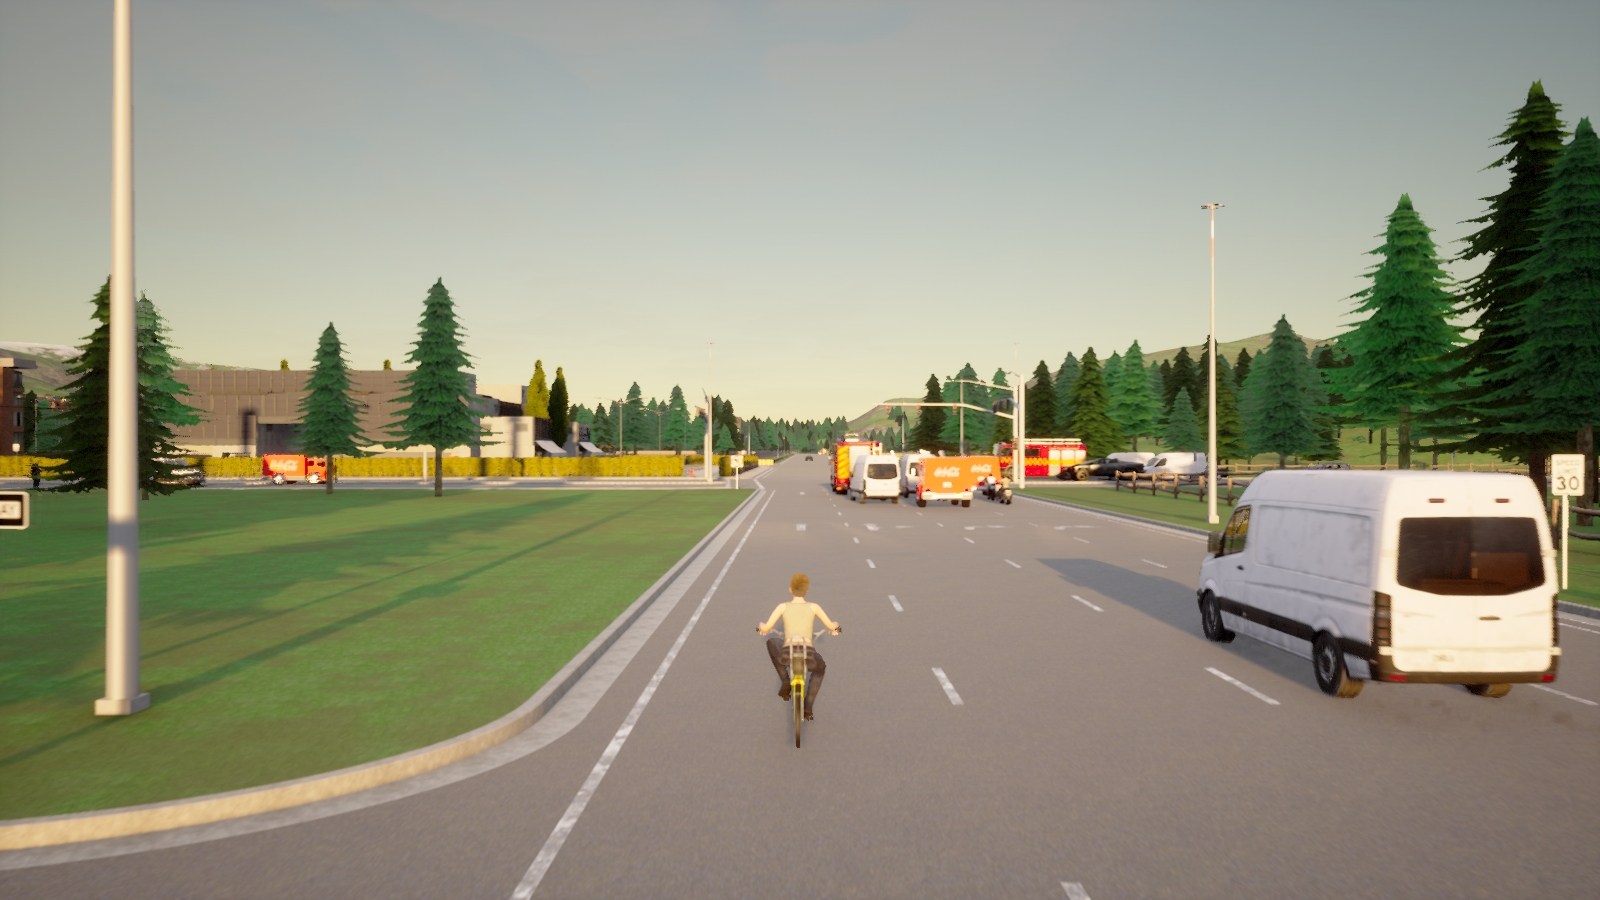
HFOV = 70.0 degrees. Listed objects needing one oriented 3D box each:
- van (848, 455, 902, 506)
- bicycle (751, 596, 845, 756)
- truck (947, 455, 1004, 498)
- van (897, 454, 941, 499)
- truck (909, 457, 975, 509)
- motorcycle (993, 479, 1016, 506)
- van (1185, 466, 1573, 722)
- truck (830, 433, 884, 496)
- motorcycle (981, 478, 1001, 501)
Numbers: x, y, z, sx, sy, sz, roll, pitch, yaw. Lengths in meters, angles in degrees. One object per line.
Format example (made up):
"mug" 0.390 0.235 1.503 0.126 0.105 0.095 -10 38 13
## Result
"van" 3.929 1.533 60.823 1.988 2.561 5.915 0 0 -5
"bicycle" -0.012 2.158 11.174 0.859 1.276 1.487 0 0 0
"truck" 10.486 1.567 68.591 2.627 2.467 5.204 0 0 0
"van" 7.002 1.533 67.944 1.988 2.561 5.915 0 0 0
"truck" 6.998 1.562 56.784 2.627 2.467 5.204 0 0 0
"motorcycle" 10.500 2.154 58.660 0.764 1.307 2.356 0 0 0
"van" 6.985 1.534 14.774 1.988 2.561 5.915 0 0 0
"truck" 3.557 0.889 73.299 2.891 3.827 8.468 0 0 -1
"motorcycle" 10.498 2.185 62.854 0.803 1.199 2.033 0 0 0
